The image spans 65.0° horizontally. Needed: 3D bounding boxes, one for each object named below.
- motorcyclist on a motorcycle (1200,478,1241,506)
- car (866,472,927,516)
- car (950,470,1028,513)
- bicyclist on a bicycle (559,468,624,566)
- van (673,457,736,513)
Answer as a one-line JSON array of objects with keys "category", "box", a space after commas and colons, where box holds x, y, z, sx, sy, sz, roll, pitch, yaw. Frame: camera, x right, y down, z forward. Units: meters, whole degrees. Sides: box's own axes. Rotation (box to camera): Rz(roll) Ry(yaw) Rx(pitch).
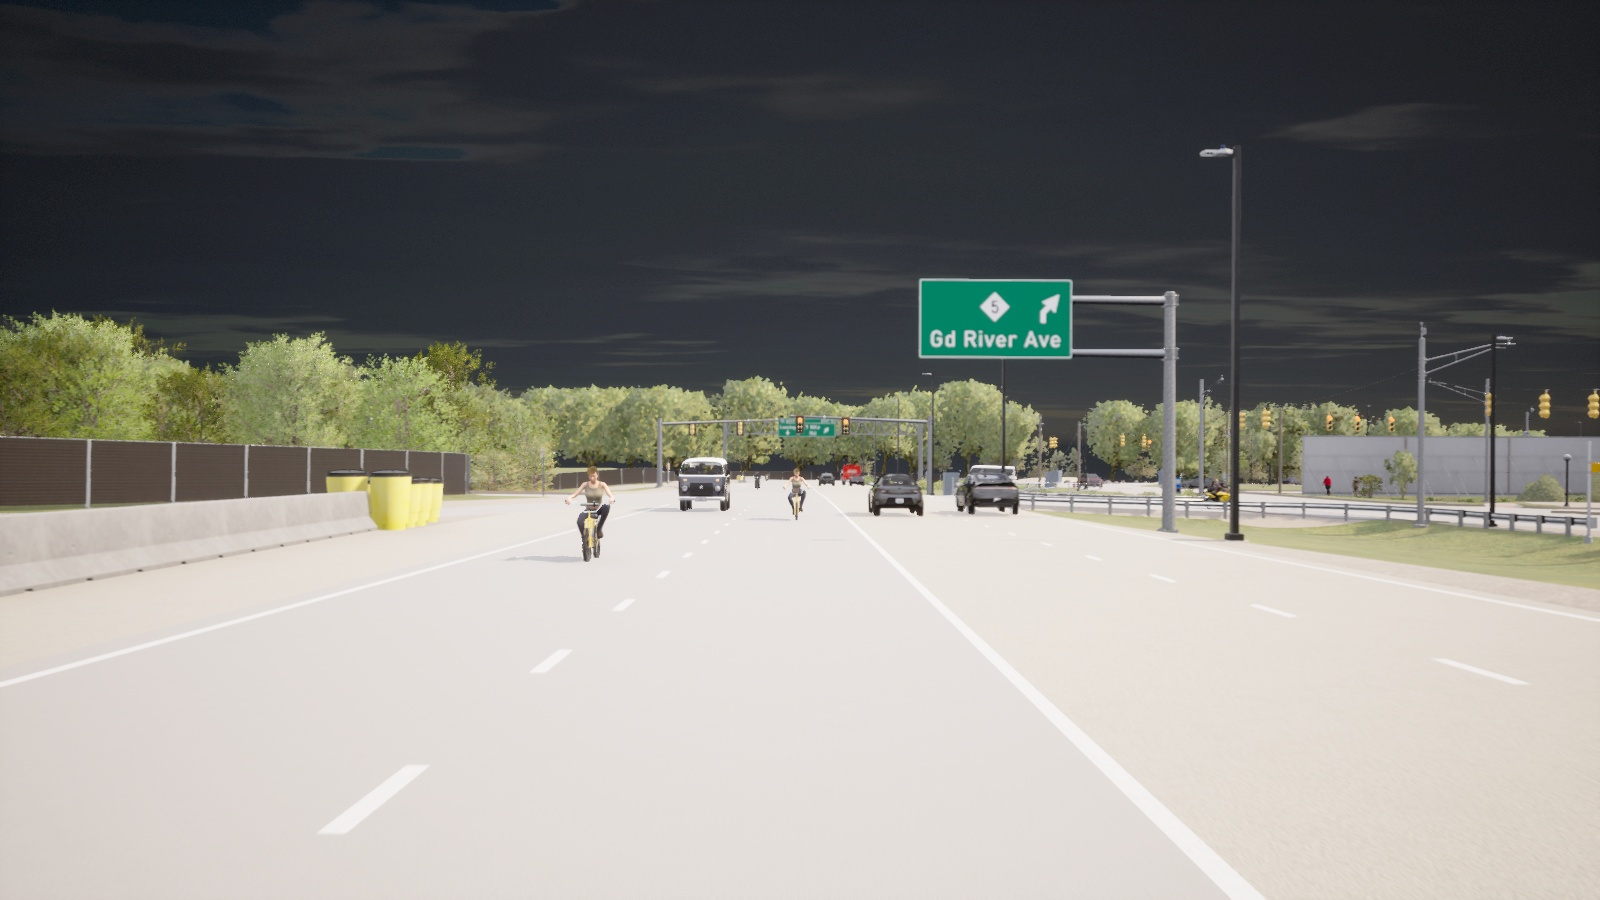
[{"category": "motorcyclist on a motorcycle", "box": [24.221, 2.423, 72.349, 2.044, 1.523, 0.797, -2, 0, -3]}, {"category": "car", "box": [3.396, 1.531, 44.816, 1.816, 1.474, 4.193, 0, -1, 0]}, {"category": "car", "box": [6.892, 1.484, 46.396, 2.128, 1.511, 4.902, 0, -1, 0]}, {"category": "bicyclist on a bicycle", "box": [-3.550, 1.113, 21.480, 0.866, 1.612, 1.509, 0, -1, 0]}, {"category": "van", "box": [-3.612, 1.321, 48.095, 2.069, 2.038, 4.480, 0, -1, 0]}]
